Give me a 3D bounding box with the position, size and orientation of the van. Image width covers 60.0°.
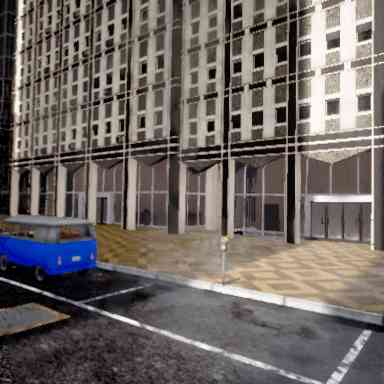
[{"bbox_3d":[-4.801,1.713,10.746,3.998,1.788,1.690,-1,-2,38],"label":"van"}]
